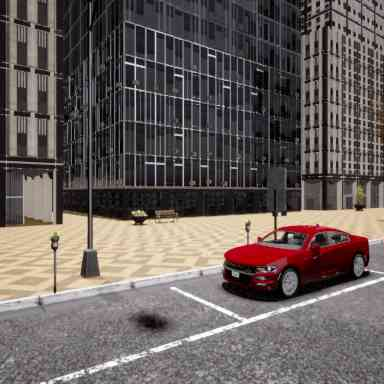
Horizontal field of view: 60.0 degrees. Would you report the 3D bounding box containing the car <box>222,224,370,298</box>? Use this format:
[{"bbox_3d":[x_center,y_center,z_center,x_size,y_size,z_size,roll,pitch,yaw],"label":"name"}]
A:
[{"bbox_3d":[2.774,1.545,8.528,4.507,1.381,1.887,0,0,-35],"label":"car"}]
